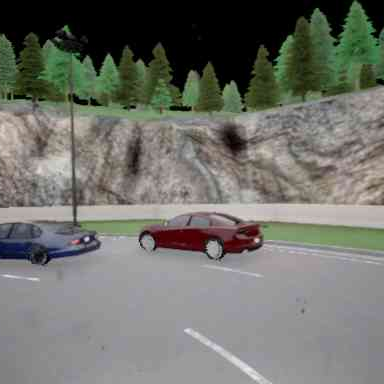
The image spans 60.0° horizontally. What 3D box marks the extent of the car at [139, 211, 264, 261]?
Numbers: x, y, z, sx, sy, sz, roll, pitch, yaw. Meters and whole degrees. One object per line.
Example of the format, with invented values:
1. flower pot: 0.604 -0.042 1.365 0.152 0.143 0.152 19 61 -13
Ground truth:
1. car: 0.154 1.458 12.288 5.008 1.535 1.882 -1 -1 38

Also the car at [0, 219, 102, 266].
1. car: -5.937 1.688 11.704 5.357 1.411 2.033 -1 0 14
